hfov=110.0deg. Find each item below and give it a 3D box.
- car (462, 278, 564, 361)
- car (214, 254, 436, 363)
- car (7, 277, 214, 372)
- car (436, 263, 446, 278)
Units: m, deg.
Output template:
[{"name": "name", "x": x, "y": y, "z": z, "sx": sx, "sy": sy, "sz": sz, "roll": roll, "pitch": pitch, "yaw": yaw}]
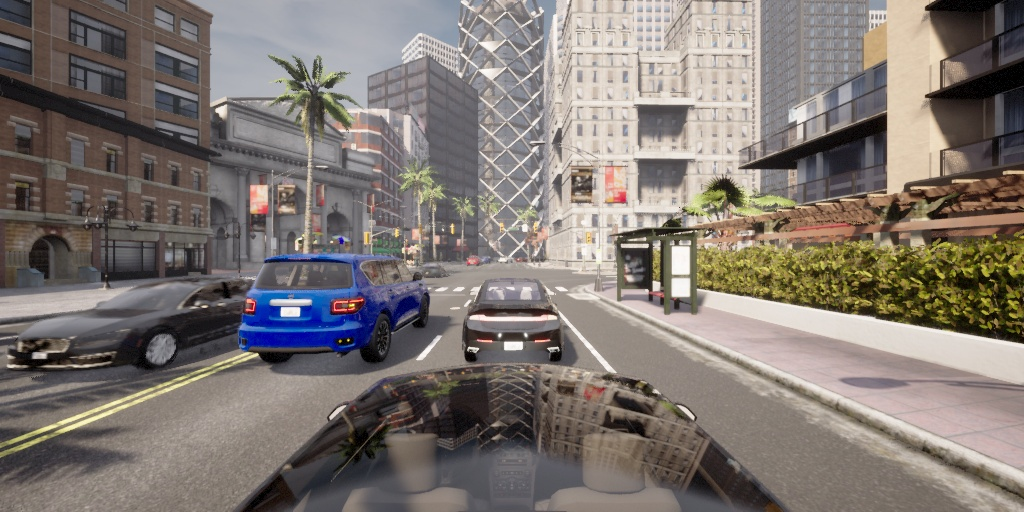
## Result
[{"name": "car", "x": 0.013, "y": 1.242, "z": 8.228, "sx": 2.128, "sy": 1.511, "sz": 4.902, "roll": 0, "pitch": 0, "yaw": 0}, {"name": "car", "x": -3.489, "y": 0.971, "z": 8.313, "sx": 2.150, "sy": 2.045, "sz": 5.566, "roll": 0, "pitch": 0, "yaw": 0}, {"name": "car", "x": -7.144, "y": 1.255, "z": 7.831, "sx": 1.837, "sy": 1.490, "sz": 4.892, "roll": 0, "pitch": 0, "yaw": -1}, {"name": "car", "x": -7.423, "y": 1.314, "z": 33.242, "sx": 1.994, "sy": 1.385, "sz": 4.181, "roll": 0, "pitch": 0, "yaw": -1}]
